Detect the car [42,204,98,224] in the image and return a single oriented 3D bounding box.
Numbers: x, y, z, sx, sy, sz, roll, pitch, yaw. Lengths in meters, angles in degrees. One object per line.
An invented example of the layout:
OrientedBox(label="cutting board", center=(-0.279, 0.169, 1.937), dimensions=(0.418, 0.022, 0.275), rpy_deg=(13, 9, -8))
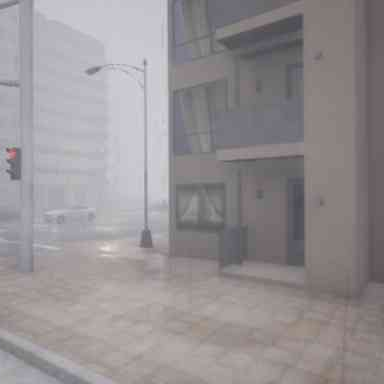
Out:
OrientedBox(label="car", center=(-9.971, 1.736, 27.566), dimensions=(1.812, 1.442, 4.674), rpy_deg=(-1, 0, 35))

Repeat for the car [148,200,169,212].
OrientedBox(label="car", center=(-3.778, 1.767, 42.507), dimensions=(1.812, 1.442, 4.674), rpy_deg=(-1, -1, 35))

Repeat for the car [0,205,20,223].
OrientedBox(label="car", center=(-15.273, 1.767, 26.119), dimensions=(1.812, 1.442, 4.674), rpy_deg=(-1, 0, 35))
